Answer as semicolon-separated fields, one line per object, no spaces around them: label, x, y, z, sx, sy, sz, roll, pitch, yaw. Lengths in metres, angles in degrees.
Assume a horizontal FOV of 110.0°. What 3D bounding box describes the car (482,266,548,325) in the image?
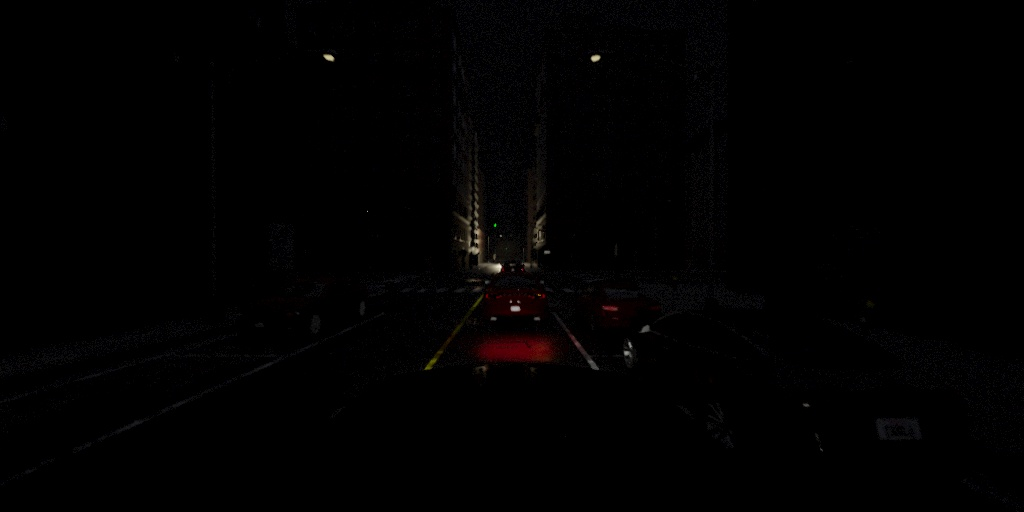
car;0.090;1.252;11.989;1.882;1.535;5.008;0;0;0

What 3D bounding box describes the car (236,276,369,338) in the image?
car;-5.676;1.315;10.314;1.888;1.381;4.507;0;0;0

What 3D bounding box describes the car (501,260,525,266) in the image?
car;0.063;1.145;31.601;2.097;1.767;4.553;0;0;0

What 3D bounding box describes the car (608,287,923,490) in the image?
car;2.873;1.323;4.737;1.948;1.339;4.313;0;0;0

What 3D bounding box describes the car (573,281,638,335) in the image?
car;2.870;1.352;10.322;1.802;1.307;4.207;0;0;0
